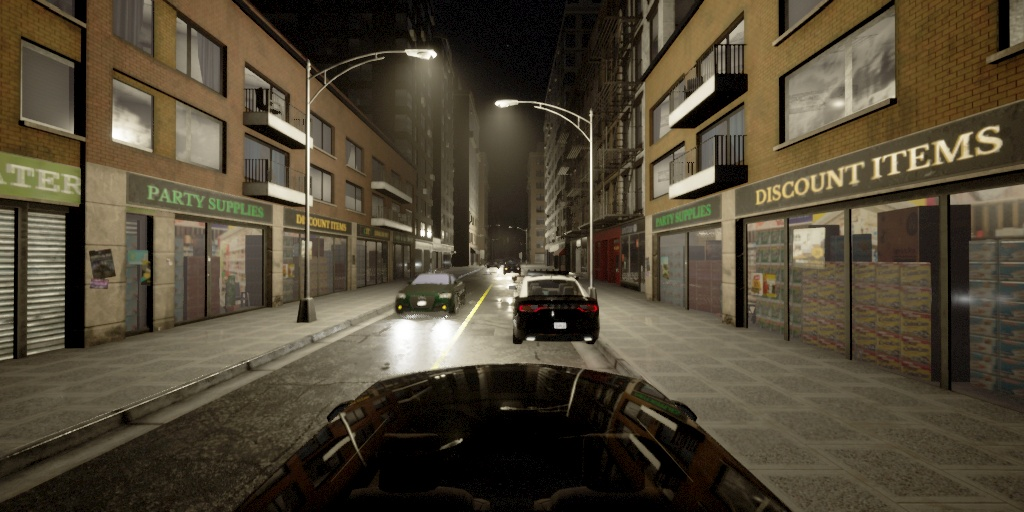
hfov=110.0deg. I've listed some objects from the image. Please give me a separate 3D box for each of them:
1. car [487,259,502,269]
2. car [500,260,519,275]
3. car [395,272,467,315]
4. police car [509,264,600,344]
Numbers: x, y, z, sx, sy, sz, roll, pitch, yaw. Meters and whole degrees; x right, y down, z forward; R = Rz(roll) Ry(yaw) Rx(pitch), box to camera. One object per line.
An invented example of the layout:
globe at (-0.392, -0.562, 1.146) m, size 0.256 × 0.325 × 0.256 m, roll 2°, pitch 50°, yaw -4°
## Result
car at (-2.913, 1.317, 55.700) m, size 1.812 × 1.442 × 4.674 m, roll 0°, pitch 0°, yaw 0°
car at (0.028, 1.373, 39.283) m, size 1.895 × 1.301 × 4.718 m, roll 0°, pitch 0°, yaw 0°
car at (-2.866, 1.316, 13.408) m, size 1.994 × 1.385 × 4.181 m, roll 0°, pitch 0°, yaw 0°
police car at (0.953, 1.178, 9.702) m, size 1.930 × 1.638 × 5.238 m, roll 0°, pitch 0°, yaw 0°
